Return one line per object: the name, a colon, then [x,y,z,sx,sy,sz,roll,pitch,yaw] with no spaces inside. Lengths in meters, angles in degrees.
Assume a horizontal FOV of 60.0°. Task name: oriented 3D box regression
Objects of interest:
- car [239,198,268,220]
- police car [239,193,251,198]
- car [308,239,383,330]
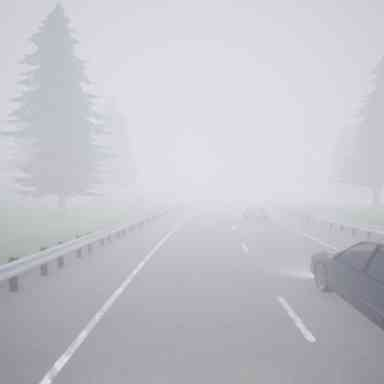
car: [5.033,1.436,26.883,1.812,1.442,4.674,0,0,5]
police car: [14.094,1.120,90.745,1.930,1.638,5.238,0,0,19]
car: [3.710,1.532,5.714,2.033,1.411,5.357,0,0,1]
